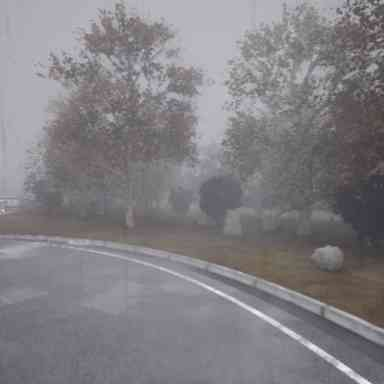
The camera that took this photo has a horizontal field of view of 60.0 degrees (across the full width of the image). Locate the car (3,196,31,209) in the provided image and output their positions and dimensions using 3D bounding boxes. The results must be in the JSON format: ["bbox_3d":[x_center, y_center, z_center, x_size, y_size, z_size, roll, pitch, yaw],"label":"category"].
[{"bbox_3d":[-27.739,1.642,53.053,2.150,2.045,5.566,-1,0,-14],"label":"car"}]

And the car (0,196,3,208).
[{"bbox_3d":[-32.560,1.718,57.581,2.150,2.045,5.566,-1,0,-14],"label":"car"}]

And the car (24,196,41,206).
[{"bbox_3d":[-30.677,1.639,64.289,2.097,1.767,4.553,-1,0,-14],"label":"car"}]
